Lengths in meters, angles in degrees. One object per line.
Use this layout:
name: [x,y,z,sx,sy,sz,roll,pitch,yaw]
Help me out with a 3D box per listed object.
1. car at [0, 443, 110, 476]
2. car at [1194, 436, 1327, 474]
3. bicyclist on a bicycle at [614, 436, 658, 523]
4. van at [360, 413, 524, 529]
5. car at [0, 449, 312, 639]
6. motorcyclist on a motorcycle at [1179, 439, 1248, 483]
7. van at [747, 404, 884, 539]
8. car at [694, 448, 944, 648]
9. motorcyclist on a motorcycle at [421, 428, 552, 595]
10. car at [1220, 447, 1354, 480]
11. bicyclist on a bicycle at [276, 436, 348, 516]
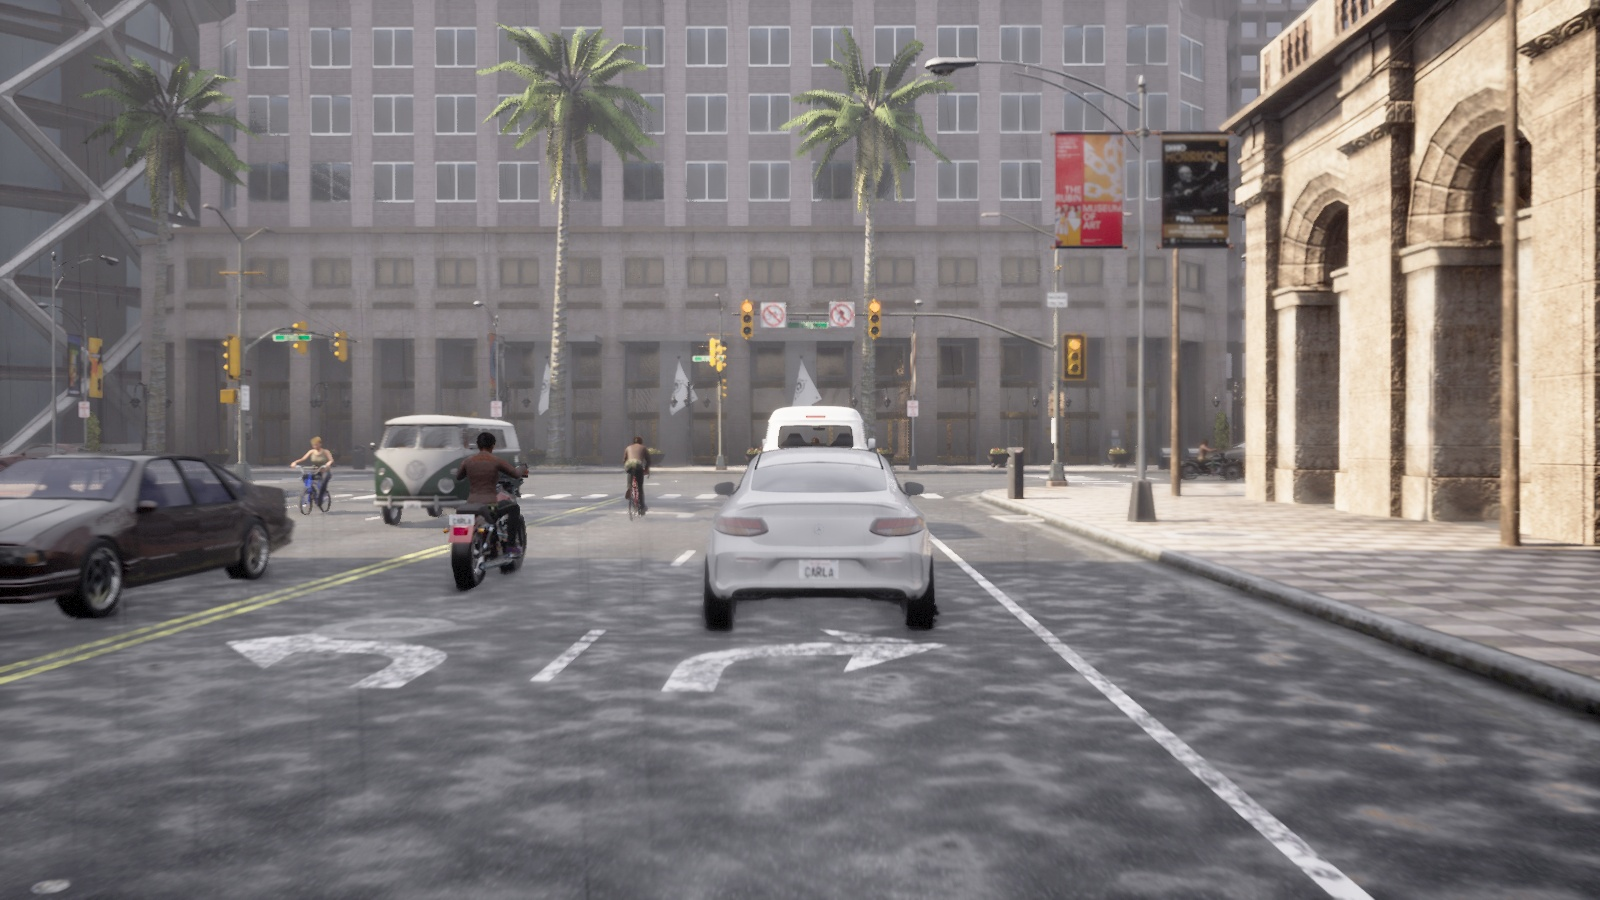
car: [-33.290,0.402,55.348,4.674,1.442,1.812,0,0,-5]
car: [20.009,0.205,54.747,5.027,1.651,2.152,0,0,2]
bicyclist on a bicycle: [-3.155,0.548,24.231,0.582,1.620,1.656,0,0,1]
van: [-6.632,0.347,23.759,1.775,1.987,4.442,0,0,1]
car: [-6.824,0.713,12.206,2.033,1.411,5.357,0,0,0]
motorcyclist on a motorcycle: [15.750,0.416,47.840,2.350,1.649,0.766,0,0,1]
van: [0.297,0.335,21.231,2.069,2.038,4.480,0,0,2]
car: [0.173,0.702,11.423,1.812,1.442,4.674,0,0,1]
motorcyclist on a motorcycle: [-3.335,0.610,13.584,0.766,1.649,2.350,0,0,2]
car: [19.825,0.548,51.272,4.718,1.301,1.895,0,0,1]
bicyclist on a bicycle: [-10.074,0.514,25.966,0.866,1.612,1.509,0,1,1]
